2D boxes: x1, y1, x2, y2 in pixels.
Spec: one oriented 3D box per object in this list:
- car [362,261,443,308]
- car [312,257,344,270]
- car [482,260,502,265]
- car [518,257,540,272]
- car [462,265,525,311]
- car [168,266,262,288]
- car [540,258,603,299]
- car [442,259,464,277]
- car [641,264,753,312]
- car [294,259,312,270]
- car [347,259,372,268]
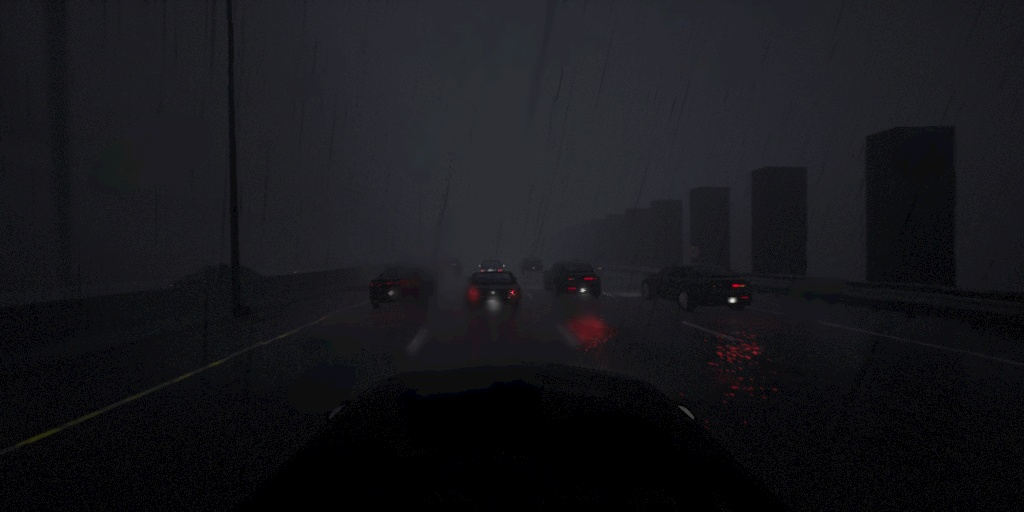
[{"bbox_3d":[-4.268,1.129,14.833,1.882,1.535,5.008,-1,0,-3],"label":"car"},{"bbox_3d":[-24.220,0.894,47.869,2.097,1.767,4.553,-1,1,-5],"label":"car"},{"bbox_3d":[-1.524,1.005,27.199,2.033,1.411,5.357,-1,1,-3],"label":"car"},{"bbox_3d":[1.679,0.819,32.675,1.882,1.535,5.008,-1,1,-3],"label":"car"},{"bbox_3d":[-0.703,1.211,13.800,1.895,1.301,4.718,-1,1,-3],"label":"car"},{"bbox_3d":[-15.266,1.275,18.759,1.837,1.490,4.892,-1,0,-4],"label":"car"},{"bbox_3d":[2.655,1.034,16.423,1.837,1.490,4.892,-1,1,-3],"label":"car"},{"bbox_3d":[-5.219,0.961,30.731,2.128,1.511,4.902,-1,1,-3],"label":"car"},{"bbox_3d":[6.350,1.020,12.941,1.837,1.490,4.892,-1,1,-3],"label":"car"},{"bbox_3d":[-27.815,1.149,48.887,1.994,1.385,4.181,-1,1,-5],"label":"car"},{"bbox_3d":[-20.802,1.078,49.010,1.895,1.301,4.718,-1,1,-5],"label":"car"}]
